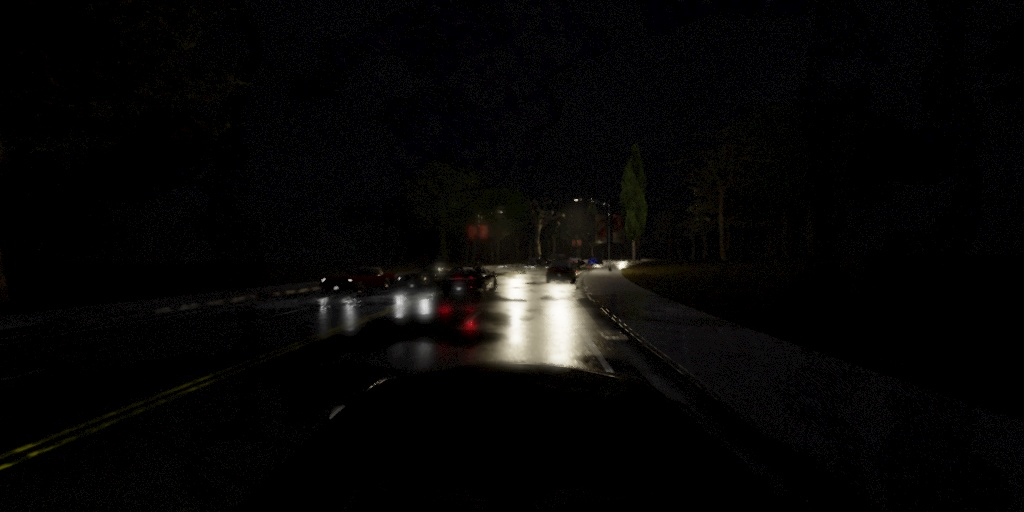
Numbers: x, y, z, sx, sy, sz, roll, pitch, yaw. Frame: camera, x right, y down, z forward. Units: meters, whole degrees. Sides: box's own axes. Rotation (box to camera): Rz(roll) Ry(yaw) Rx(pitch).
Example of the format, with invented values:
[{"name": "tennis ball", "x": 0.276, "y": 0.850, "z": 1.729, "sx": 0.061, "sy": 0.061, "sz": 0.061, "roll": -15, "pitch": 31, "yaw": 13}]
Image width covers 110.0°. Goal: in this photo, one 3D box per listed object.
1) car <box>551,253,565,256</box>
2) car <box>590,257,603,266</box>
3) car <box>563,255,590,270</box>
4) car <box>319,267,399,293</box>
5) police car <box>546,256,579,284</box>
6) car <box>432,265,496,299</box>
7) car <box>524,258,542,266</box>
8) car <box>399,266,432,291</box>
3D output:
[{"name": "car", "x": 7.628, "y": 0.554, "z": 61.031, "sx": 2.150, "sy": 2.045, "sz": 5.566, "roll": 0, "pitch": 0, "yaw": 25}, {"name": "car", "x": 13.620, "y": 0.811, "z": 58.827, "sx": 1.812, "sy": 1.442, "sz": 4.674, "roll": 0, "pitch": 0, "yaw": 24}, {"name": "car", "x": 8.145, "y": 0.919, "z": 45.799, "sx": 2.128, "sy": 1.511, "sz": 4.902, "roll": 0, "pitch": 1, "yaw": 22}, {"name": "car", "x": -8.455, "y": 1.273, "z": 20.028, "sx": 1.895, "sy": 1.301, "sz": 4.718, "roll": 0, "pitch": 0, "yaw": 8}, {"name": "police car", "x": 3.641, "y": 1.053, "z": 26.164, "sx": 1.930, "sy": 1.638, "sz": 5.238, "roll": 0, "pitch": 0, "yaw": 12}, {"name": "car", "x": -1.985, "y": 1.177, "z": 17.761, "sx": 2.128, "sy": 1.511, "sz": 4.902, "roll": 0, "pitch": 0, "yaw": 7}, {"name": "car", "x": 3.499, "y": 0.941, "z": 59.796, "sx": 1.994, "sy": 1.385, "sz": 4.181, "roll": 0, "pitch": 0, "yaw": 25}, {"name": "car", "x": -4.994, "y": 1.268, "z": 21.275, "sx": 1.895, "sy": 1.301, "sz": 4.718, "roll": 0, "pitch": 0, "yaw": 9}]
